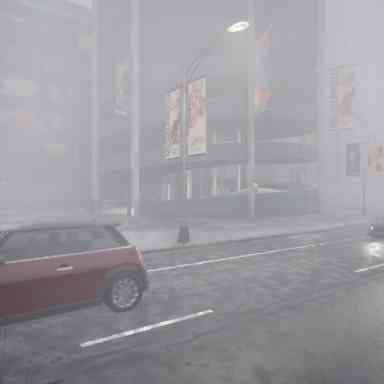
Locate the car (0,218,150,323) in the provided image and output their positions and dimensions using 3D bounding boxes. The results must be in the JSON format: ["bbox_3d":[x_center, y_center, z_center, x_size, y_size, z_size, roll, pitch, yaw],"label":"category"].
[{"bbox_3d":[-3.147,1.352,6.076,4.553,1.767,2.097,0,0,-36],"label":"car"}]

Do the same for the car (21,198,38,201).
[{"bbox_3d":[-25.528,1.463,52.433,1.895,1.301,4.718,0,0,-36],"label":"car"}]

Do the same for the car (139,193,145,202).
[{"bbox_3d":[-11.022,1.029,63.943,2.435,2.045,5.566,0,0,-36],"label":"car"}]

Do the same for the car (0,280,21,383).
[{"bbox_3d":[-3.530,1.526,1.487,4.674,1.442,1.812,0,0,-36],"label":"car"}]

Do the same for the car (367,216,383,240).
[{"bbox_3d":[10.528,1.548,16.289,5.357,1.411,2.033,0,0,-41],"label":"car"}]
